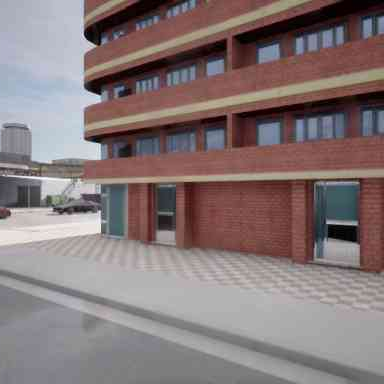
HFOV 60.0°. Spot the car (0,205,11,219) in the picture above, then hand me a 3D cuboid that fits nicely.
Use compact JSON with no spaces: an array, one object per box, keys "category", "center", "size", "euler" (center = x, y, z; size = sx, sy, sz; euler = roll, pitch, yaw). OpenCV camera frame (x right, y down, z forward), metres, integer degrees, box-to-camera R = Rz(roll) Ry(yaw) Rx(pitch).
[{"category":"car","center":[-17.015,1.564,26.878],"size":[1.994,1.385,4.181],"euler":[0,0,34]}]

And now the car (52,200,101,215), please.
[{"category":"car","center":[-11.704,1.547,34.608],"size":[2.033,1.411,5.357],"euler":[0,0,34]}]
